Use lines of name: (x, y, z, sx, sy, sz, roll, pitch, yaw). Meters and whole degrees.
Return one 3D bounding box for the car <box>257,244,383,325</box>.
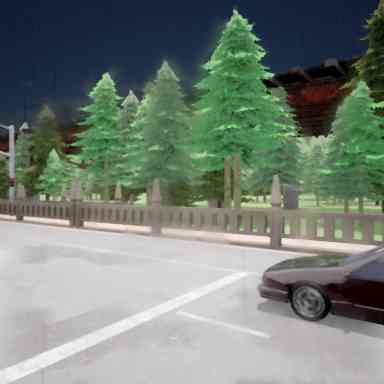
car: (3.871, 1.547, 5.510, 5.357, 1.411, 2.033, 0, 0, 36)
